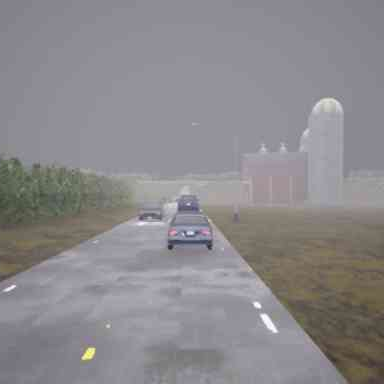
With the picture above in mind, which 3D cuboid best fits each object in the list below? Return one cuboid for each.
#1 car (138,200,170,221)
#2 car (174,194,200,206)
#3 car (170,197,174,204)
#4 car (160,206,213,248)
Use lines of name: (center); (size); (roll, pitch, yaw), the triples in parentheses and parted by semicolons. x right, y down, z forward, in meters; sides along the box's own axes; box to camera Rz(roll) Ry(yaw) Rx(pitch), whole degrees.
car: (-3.239, 1.565, 27.722); (2.033, 1.411, 5.357); (0, 0, -1)
car: (-0.385, 1.267, 34.071); (2.150, 2.045, 5.566); (0, 0, -1)
car: (-3.764, 1.781, 69.589); (1.812, 1.442, 4.674); (0, -1, -1)
car: (-0.096, 1.555, 14.714); (2.033, 1.411, 5.357); (0, 0, -1)
